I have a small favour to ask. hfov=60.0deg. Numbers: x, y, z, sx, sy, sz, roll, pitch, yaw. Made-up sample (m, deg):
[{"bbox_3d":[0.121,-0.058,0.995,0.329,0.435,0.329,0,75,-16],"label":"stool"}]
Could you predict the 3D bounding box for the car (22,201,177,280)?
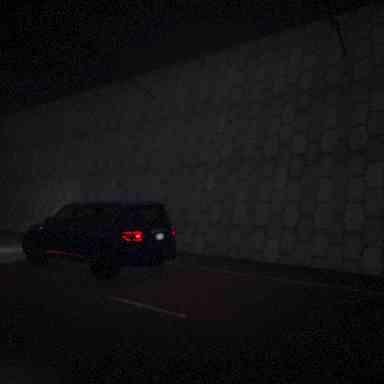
[{"bbox_3d":[-3.037,1.311,10.449,5.566,2.045,2.150,-1,0,35],"label":"car"}]
